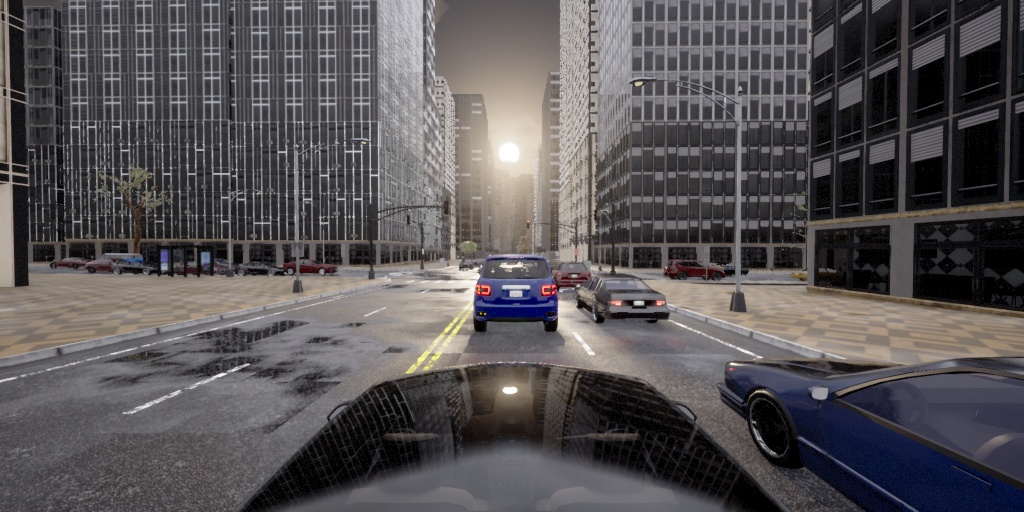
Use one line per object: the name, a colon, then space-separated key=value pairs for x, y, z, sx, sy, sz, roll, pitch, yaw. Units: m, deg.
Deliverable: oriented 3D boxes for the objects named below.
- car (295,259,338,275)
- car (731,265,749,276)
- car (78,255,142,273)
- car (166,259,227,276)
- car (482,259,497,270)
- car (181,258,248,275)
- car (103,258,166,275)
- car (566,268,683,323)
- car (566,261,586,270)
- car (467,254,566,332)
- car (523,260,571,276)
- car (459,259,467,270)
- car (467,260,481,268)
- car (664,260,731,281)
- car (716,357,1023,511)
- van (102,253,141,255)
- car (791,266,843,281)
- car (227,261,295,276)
car: x=-19.767 y=1.068 z=35.228 sx=5.008 sy=1.535 sz=1.882 roll=1 pitch=1 yaw=0
car: x=22.024 y=1.512 z=37.730 sx=4.718 sy=1.301 sz=1.895 roll=0 pitch=1 yaw=1
car: x=-39.541 y=0.936 z=35.635 sx=4.674 sy=1.442 sz=1.812 roll=1 pitch=1 yaw=1
car: x=-28.416 y=1.137 z=32.713 sx=4.207 sy=1.307 sz=1.802 roll=0 pitch=0 yaw=1
car: x=-3.336 y=1.191 z=53.348 sx=1.882 sy=1.535 sz=5.008 roll=0 pitch=0 yaw=0
car: x=-29.269 y=0.995 z=35.422 sx=4.902 sy=1.511 sz=2.128 roll=1 pitch=1 yaw=1
car: x=-34.097 y=1.069 z=32.887 sx=4.313 sy=1.339 sz=1.948 roll=0 pitch=0 yaw=1
car: x=3.350 y=1.293 z=11.993 sx=2.033 sy=1.411 sz=5.357 roll=0 pitch=0 yaw=0
car: x=3.348 y=1.092 z=21.400 sx=2.097 sy=1.767 sz=4.553 roll=0 pitch=0 yaw=0
car: x=0.097 y=0.967 z=10.990 sx=2.150 sy=2.045 sz=5.566 roll=0 pitch=0 yaw=0
car: x=3.662 y=1.257 z=38.031 sx=4.892 sy=1.490 sz=1.837 roll=1 pitch=1 yaw=1
car: x=-6.602 y=1.220 z=52.457 sx=1.837 sy=1.490 sz=4.892 roll=0 pitch=0 yaw=-1
car: x=-6.571 y=1.304 z=62.760 sx=1.895 sy=1.301 sz=4.718 roll=0 pitch=0 yaw=0
car: x=16.192 y=1.268 z=32.052 sx=5.009 sy=1.841 sz=2.192 roll=0 pitch=0 yaw=1
car: x=3.350 y=1.297 z=1.813 sx=2.033 sy=1.411 sz=5.357 roll=0 pitch=0 yaw=1
van: x=-45.288 y=0.604 z=41.547 sx=3.998 sy=1.789 sz=1.690 roll=0 pitch=0 yaw=1
car: x=27.641 y=1.578 z=31.855 sx=4.829 sy=1.417 sz=1.751 roll=0 pitch=0 yaw=1
car: x=-22.732 y=1.173 z=32.580 sx=4.313 sy=1.339 sz=1.948 roll=0 pitch=0 yaw=1
